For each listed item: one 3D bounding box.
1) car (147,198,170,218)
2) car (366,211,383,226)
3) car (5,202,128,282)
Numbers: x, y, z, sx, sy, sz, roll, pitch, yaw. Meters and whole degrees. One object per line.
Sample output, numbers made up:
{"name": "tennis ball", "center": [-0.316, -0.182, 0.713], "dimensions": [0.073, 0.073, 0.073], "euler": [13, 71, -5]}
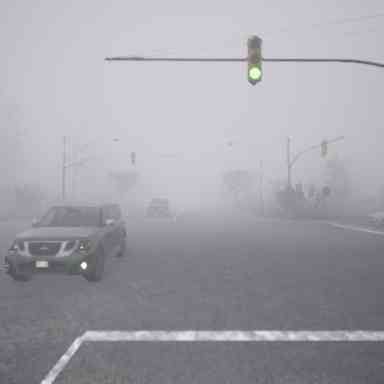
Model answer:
{"name": "car", "center": [-3.529, 1.669, 35.986], "dimensions": [2.150, 2.045, 5.566], "euler": [0, 0, 0]}
{"name": "car", "center": [15.594, 1.830, 25.015], "dimensions": [4.674, 1.442, 1.812], "euler": [0, -1, -2]}
{"name": "car", "center": [-3.507, 1.355, 10.537], "dimensions": [2.150, 2.045, 5.566], "euler": [0, 0, 0]}
